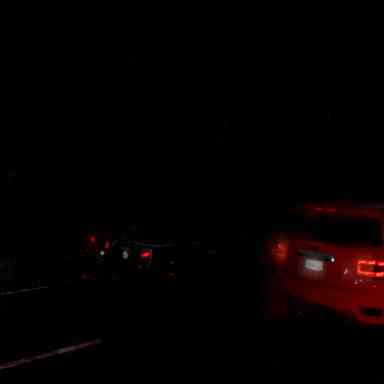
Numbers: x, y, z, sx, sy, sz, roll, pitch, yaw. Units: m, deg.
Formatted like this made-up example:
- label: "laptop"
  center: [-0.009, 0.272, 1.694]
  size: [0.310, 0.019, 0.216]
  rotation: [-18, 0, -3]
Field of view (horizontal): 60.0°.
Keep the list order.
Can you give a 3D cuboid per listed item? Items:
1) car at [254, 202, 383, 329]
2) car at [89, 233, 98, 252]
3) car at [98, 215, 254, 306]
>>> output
- label: "car"
  center: [4.046, 1.219, 6.603]
  size: [5.566, 2.045, 2.150]
  rotation: [0, 0, -35]
- label: "car"
  center: [-0.983, 1.601, 11.614]
  size: [4.718, 1.301, 1.895]
  rotation: [0, 0, -35]
- label: "car"
  center: [0.318, 1.353, 8.252]
  size: [4.553, 1.767, 2.097]
  rotation: [0, 0, -35]
